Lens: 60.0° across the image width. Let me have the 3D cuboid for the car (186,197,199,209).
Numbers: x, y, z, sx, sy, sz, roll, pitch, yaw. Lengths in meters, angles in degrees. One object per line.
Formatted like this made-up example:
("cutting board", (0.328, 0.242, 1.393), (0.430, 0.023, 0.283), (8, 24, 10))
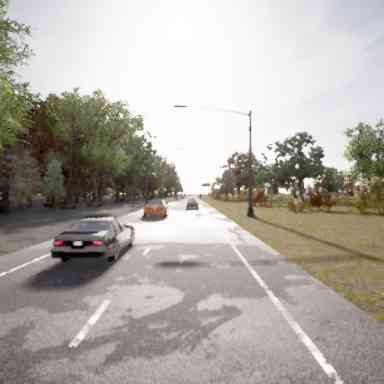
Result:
("car", (0.072, 1.744, 50.164), (2.033, 1.411, 5.357), (0, 0, 0))

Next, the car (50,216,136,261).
("car", (-3.408, 1.595, 12.435), (2.033, 1.411, 5.357), (0, 0, 0))

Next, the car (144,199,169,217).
("car", (-3.418, 1.478, 32.486), (2.097, 1.767, 4.553), (0, 0, 0))

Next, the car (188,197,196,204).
("car", (-0.036, 1.789, 72.950), (1.837, 1.490, 4.892), (0, 0, 0))
